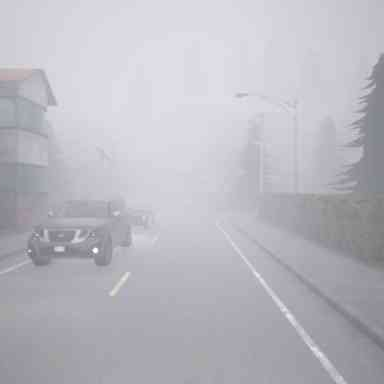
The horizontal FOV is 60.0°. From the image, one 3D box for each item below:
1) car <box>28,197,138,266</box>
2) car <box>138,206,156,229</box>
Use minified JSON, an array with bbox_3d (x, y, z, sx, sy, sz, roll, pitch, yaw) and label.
[{"bbox_3d":[-3.574,1.198,11.782,2.150,2.045,5.566,0,0,0],"label":"car"},{"bbox_3d":[-3.490,1.555,21.264,1.895,1.301,4.718,0,0,0],"label":"car"}]
